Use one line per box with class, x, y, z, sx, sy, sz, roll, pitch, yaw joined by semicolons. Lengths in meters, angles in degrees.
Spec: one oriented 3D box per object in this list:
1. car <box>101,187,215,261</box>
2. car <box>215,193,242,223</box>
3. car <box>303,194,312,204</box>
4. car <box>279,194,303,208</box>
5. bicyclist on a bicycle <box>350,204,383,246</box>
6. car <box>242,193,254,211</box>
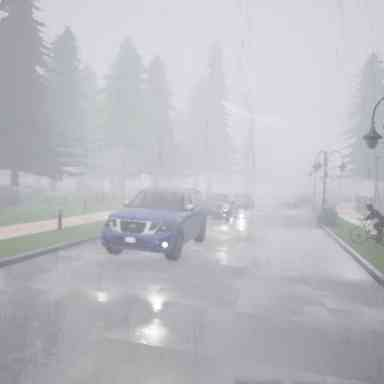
car;-0.942;0.879;11.523;2.150;2.045;5.566;3;2;14
car;1.665;0.859;21.319;2.097;1.767;4.553;3;2;16
car;16.130;1.008;48.443;1.994;1.385;4.181;4;2;30
car;11.403;1.015;38.692;1.812;1.442;4.674;4;2;25
bicyclist on a bicycle;7.209;1.310;13.253;1.656;1.620;0.582;3;2;14
car;4.646;0.861;31.281;2.128;1.511;4.902;3;2;19
